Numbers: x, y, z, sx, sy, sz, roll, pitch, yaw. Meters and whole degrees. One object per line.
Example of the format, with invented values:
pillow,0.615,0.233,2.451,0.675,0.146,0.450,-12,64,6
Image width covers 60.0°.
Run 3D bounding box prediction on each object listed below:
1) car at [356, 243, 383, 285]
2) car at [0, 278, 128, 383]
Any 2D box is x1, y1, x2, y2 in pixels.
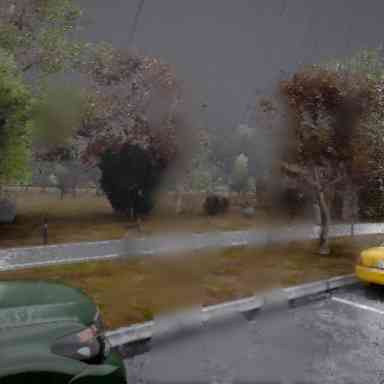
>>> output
car,6.258,1.458,8.095,5.366,1.575,1.946,-1,-2,-30
car,-3.191,1.229,1.826,5.566,2.045,2.435,-1,-2,-36
